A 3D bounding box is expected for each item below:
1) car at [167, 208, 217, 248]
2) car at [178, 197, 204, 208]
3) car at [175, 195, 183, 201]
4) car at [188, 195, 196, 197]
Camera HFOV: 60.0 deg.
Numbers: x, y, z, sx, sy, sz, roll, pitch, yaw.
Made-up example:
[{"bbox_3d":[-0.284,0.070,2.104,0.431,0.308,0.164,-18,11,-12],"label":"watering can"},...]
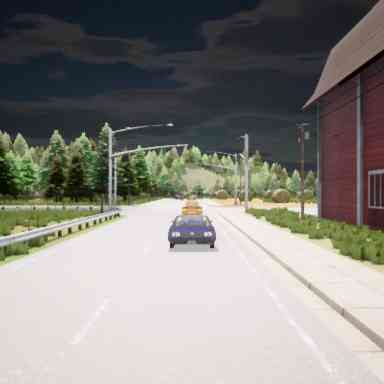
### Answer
[{"bbox_3d":[0.000,1.614,14.680,1.895,1.301,4.718,0,0,0],"label":"car"},{"bbox_3d":[0.000,1.483,29.650,1.882,1.535,5.008,0,0,0],"label":"car"},{"bbox_3d":[-3.500,1.470,88.226,1.882,1.535,5.008,0,0,0],"label":"car"},{"bbox_3d":[0.000,1.469,81.559,1.882,1.535,5.008,0,0,0],"label":"car"}]
